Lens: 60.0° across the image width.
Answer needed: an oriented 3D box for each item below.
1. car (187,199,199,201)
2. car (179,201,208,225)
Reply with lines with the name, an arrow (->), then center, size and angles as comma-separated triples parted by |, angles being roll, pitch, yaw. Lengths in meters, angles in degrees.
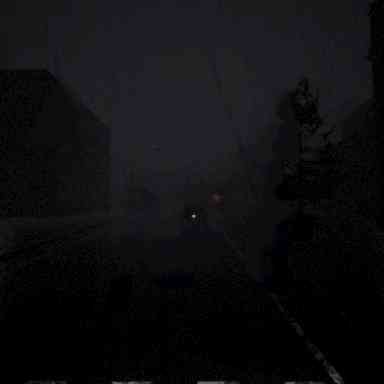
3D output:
car -> 0.117, 1.641, 40.188 | 1.882, 1.535, 5.008 | 0, -2, 0
car -> 0.113, 1.591, 24.193 | 1.994, 1.385, 4.181 | 0, 0, 0
